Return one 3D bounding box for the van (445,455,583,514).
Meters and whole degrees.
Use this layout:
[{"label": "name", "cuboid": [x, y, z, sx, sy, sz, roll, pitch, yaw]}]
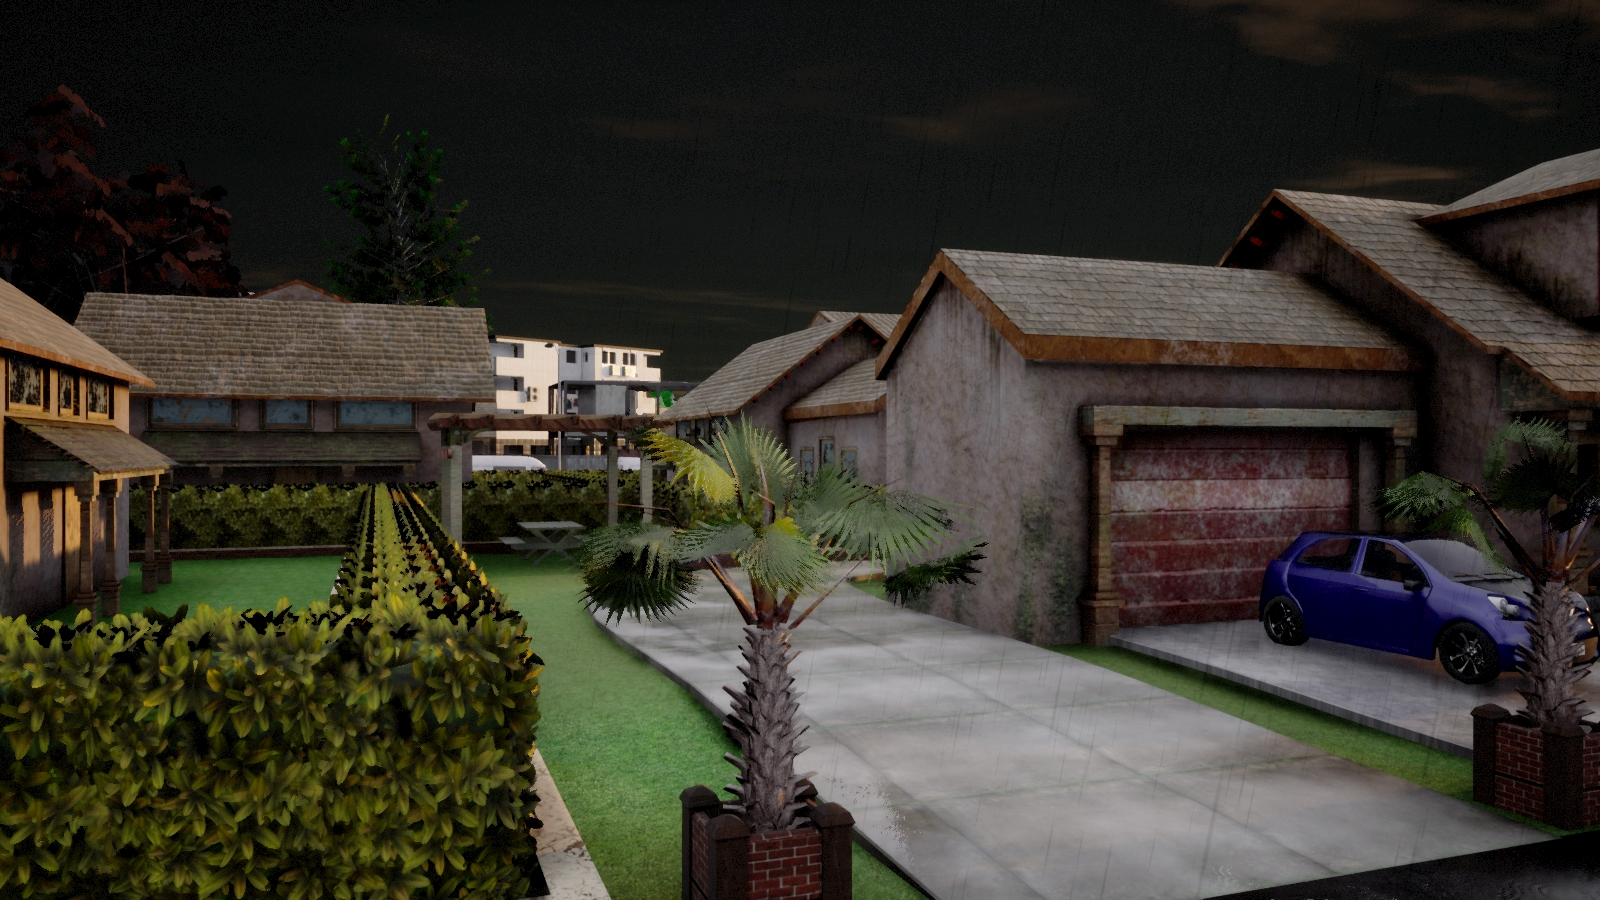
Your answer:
[{"label": "van", "cuboid": [-12.967, 1.536, 51.841, 5.915, 2.561, 1.988, 0, 0, -20]}]
